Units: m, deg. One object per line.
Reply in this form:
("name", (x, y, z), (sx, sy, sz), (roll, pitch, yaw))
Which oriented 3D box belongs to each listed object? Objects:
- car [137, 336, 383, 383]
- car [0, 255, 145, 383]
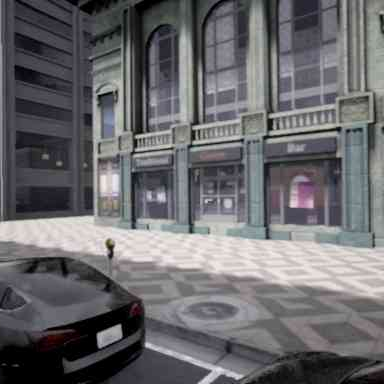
("car", (2.007, 1.557, 1.536), (4.313, 1.339, 1.947), (-1, -1, 36))
("car", (-2.580, 1.615, 4.810), (4.313, 1.339, 1.947), (-1, -1, 36))
